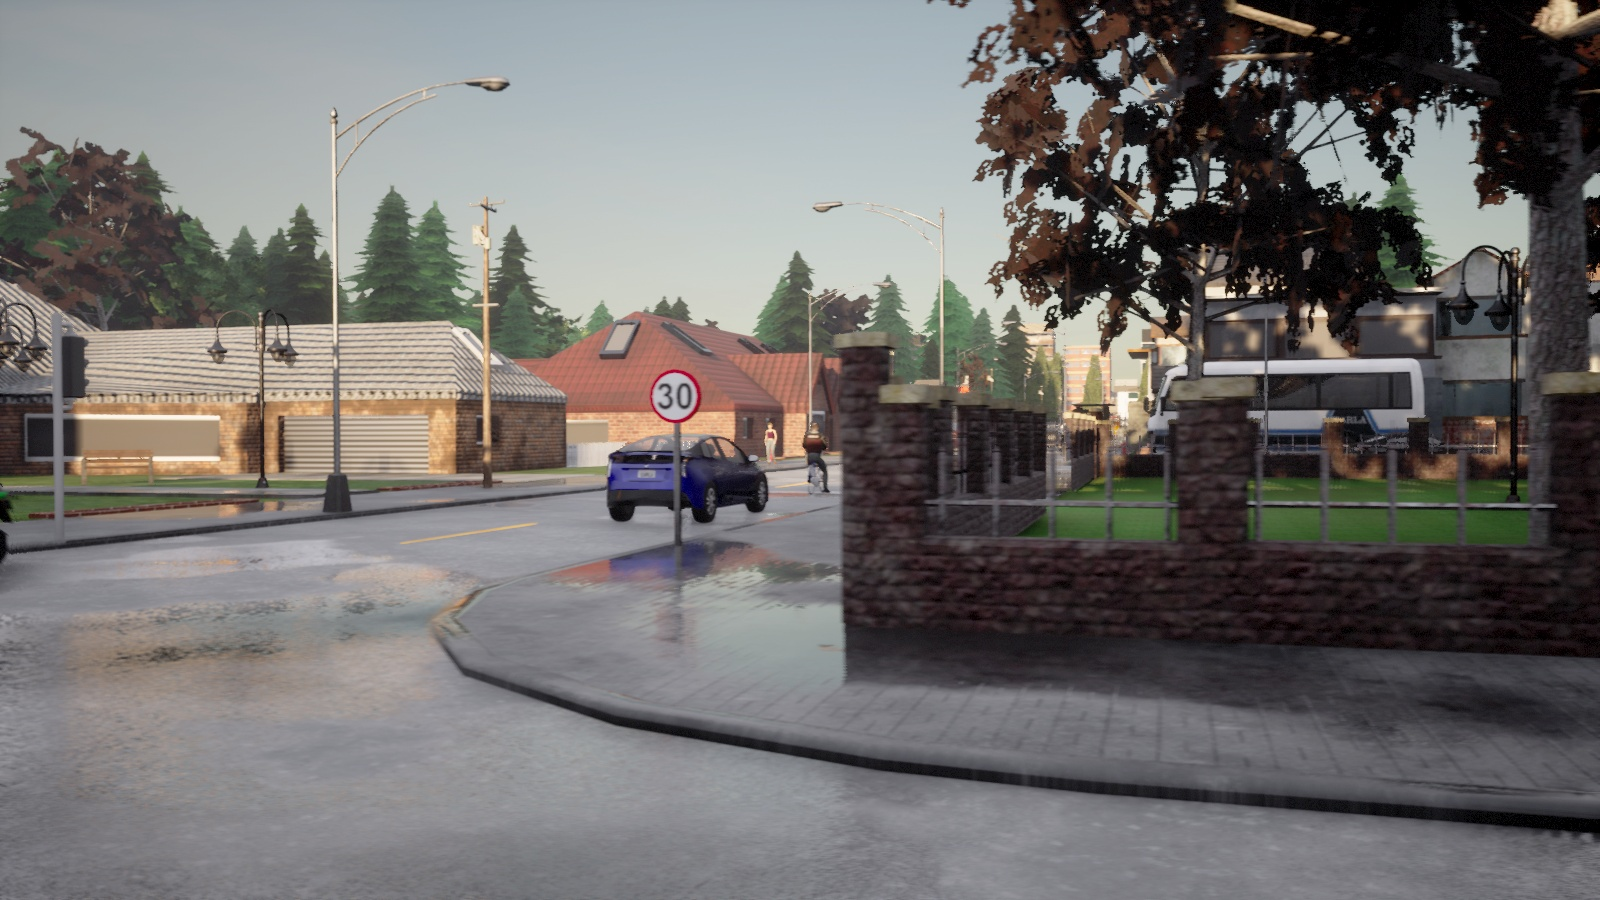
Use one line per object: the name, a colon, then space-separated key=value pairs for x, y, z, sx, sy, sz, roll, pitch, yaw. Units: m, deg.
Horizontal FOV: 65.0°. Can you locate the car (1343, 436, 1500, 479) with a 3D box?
car: x=21.832 y=0.250 z=44.295 sx=4.674 sy=1.442 sz=1.812 roll=0 pitch=1 yaw=13

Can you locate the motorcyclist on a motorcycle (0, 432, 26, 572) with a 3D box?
motorcyclist on a motorcycle: x=-9.292 y=0.569 z=13.082 sx=0.797 sy=1.523 sz=2.044 roll=0 pitch=1 yaw=18

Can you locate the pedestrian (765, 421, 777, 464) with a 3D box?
pedestrian: x=-1.248 y=-0.309 z=54.098 sx=0.345 sy=1.836 sz=0.594 roll=0 pitch=1 yaw=16

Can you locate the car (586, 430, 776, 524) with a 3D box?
car: x=-2.036 y=0.408 z=23.028 sx=2.007 sy=1.525 sz=4.514 roll=0 pitch=1 yaw=15

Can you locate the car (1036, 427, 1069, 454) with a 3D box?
car: x=18.435 y=-0.709 z=91.648 sx=1.932 sy=1.855 sz=4.605 roll=0 pitch=1 yaw=17

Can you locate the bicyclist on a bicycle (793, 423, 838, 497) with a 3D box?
bicyclist on a bicycle: x=0.400 y=0.215 z=31.161 sx=0.659 sy=1.776 sz=1.843 roll=0 pitch=1 yaw=15

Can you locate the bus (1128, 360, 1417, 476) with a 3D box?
bus: x=18.343 y=-1.249 z=49.606 sx=10.273 sy=4.253 sz=3.944 roll=0 pitch=1 yaw=17
